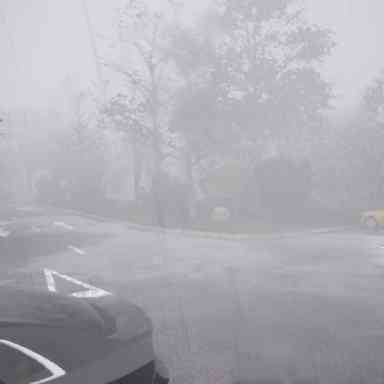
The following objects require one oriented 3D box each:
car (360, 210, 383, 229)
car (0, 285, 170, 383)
[{"bbox_3d":[11.974,1.345,18.346,2.097,1.535,5.008,0,0,-35],"label":"car"},{"bbox_3d":[-2.461,1.512,1.929,4.892,1.490,1.837,0,0,-36],"label":"car"}]
